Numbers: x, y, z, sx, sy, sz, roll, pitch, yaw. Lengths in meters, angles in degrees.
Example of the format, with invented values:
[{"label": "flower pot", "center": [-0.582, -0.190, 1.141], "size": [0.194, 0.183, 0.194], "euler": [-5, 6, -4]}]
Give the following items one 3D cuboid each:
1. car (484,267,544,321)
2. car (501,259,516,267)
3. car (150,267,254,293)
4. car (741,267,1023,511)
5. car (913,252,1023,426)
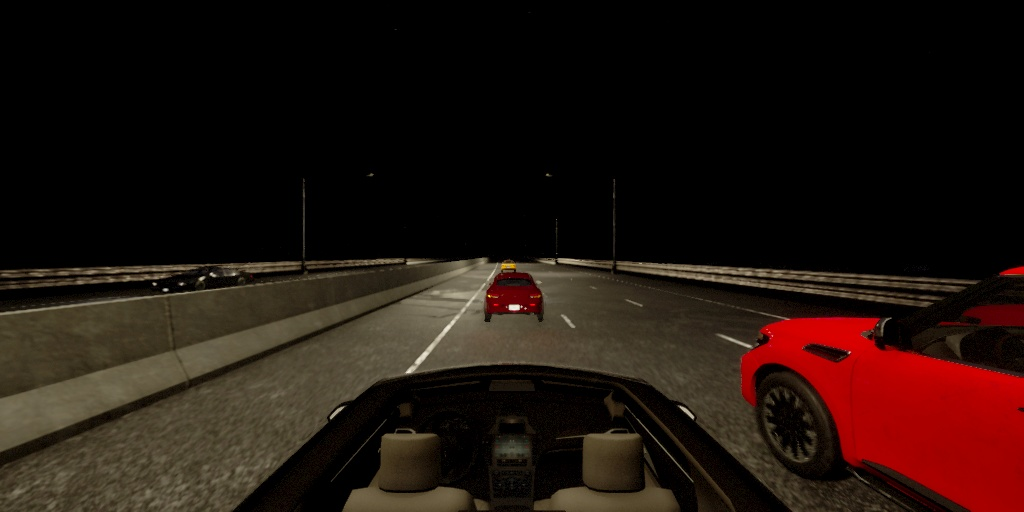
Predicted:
[{"label": "car", "center": [0.054, 1.274, 12.346], "size": [1.812, 1.442, 4.674], "euler": [0, 0, 0]}, {"label": "car", "center": [-0.444, 1.171, 44.474], "size": [1.801, 1.575, 5.366], "euler": [0, 0, -1]}, {"label": "car", "center": [-17.614, 1.326, 20.863], "size": [2.033, 1.411, 5.357], "euler": [0, 0, -1]}, {"label": "car", "center": [3.594, 0.971, 1.555], "size": [2.150, 2.045, 5.566], "euler": [0, 0, 0]}, {"label": "car", "center": [7.094, 0.970, 2.594], "size": [2.150, 2.045, 5.566], "euler": [0, 0, 0]}]
